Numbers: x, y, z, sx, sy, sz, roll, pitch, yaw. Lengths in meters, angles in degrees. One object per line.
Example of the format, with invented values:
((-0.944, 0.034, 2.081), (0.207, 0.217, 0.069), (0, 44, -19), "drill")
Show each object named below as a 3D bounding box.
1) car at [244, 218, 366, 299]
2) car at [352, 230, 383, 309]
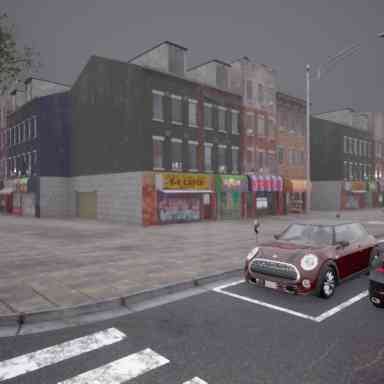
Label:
((3.130, 1.442, 8.428), (4.097, 1.590, 1.967), (0, 0, -43), "car")
((5.265, 1.501, 6.801), (4.892, 1.490, 1.837), (0, 0, -43), "car")
